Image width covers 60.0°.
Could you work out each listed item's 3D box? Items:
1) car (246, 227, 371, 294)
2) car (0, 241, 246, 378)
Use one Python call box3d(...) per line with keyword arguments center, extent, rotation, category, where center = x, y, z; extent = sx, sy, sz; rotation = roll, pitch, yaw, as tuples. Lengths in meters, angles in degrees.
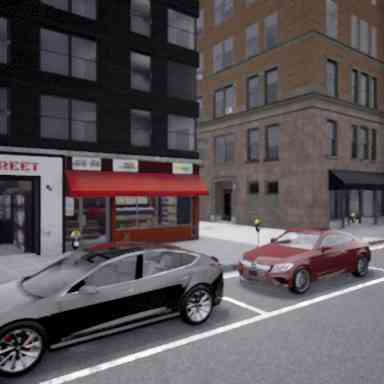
box3d(center=(3.087, 1.599, 8.740), extent=(4.206, 1.307, 1.802), rotation=(0, 0, -36), category="car")
box3d(center=(-1.391, 1.571, 5.544), extent=(4.313, 1.339, 1.947), rotation=(0, 0, -36), category="car")
